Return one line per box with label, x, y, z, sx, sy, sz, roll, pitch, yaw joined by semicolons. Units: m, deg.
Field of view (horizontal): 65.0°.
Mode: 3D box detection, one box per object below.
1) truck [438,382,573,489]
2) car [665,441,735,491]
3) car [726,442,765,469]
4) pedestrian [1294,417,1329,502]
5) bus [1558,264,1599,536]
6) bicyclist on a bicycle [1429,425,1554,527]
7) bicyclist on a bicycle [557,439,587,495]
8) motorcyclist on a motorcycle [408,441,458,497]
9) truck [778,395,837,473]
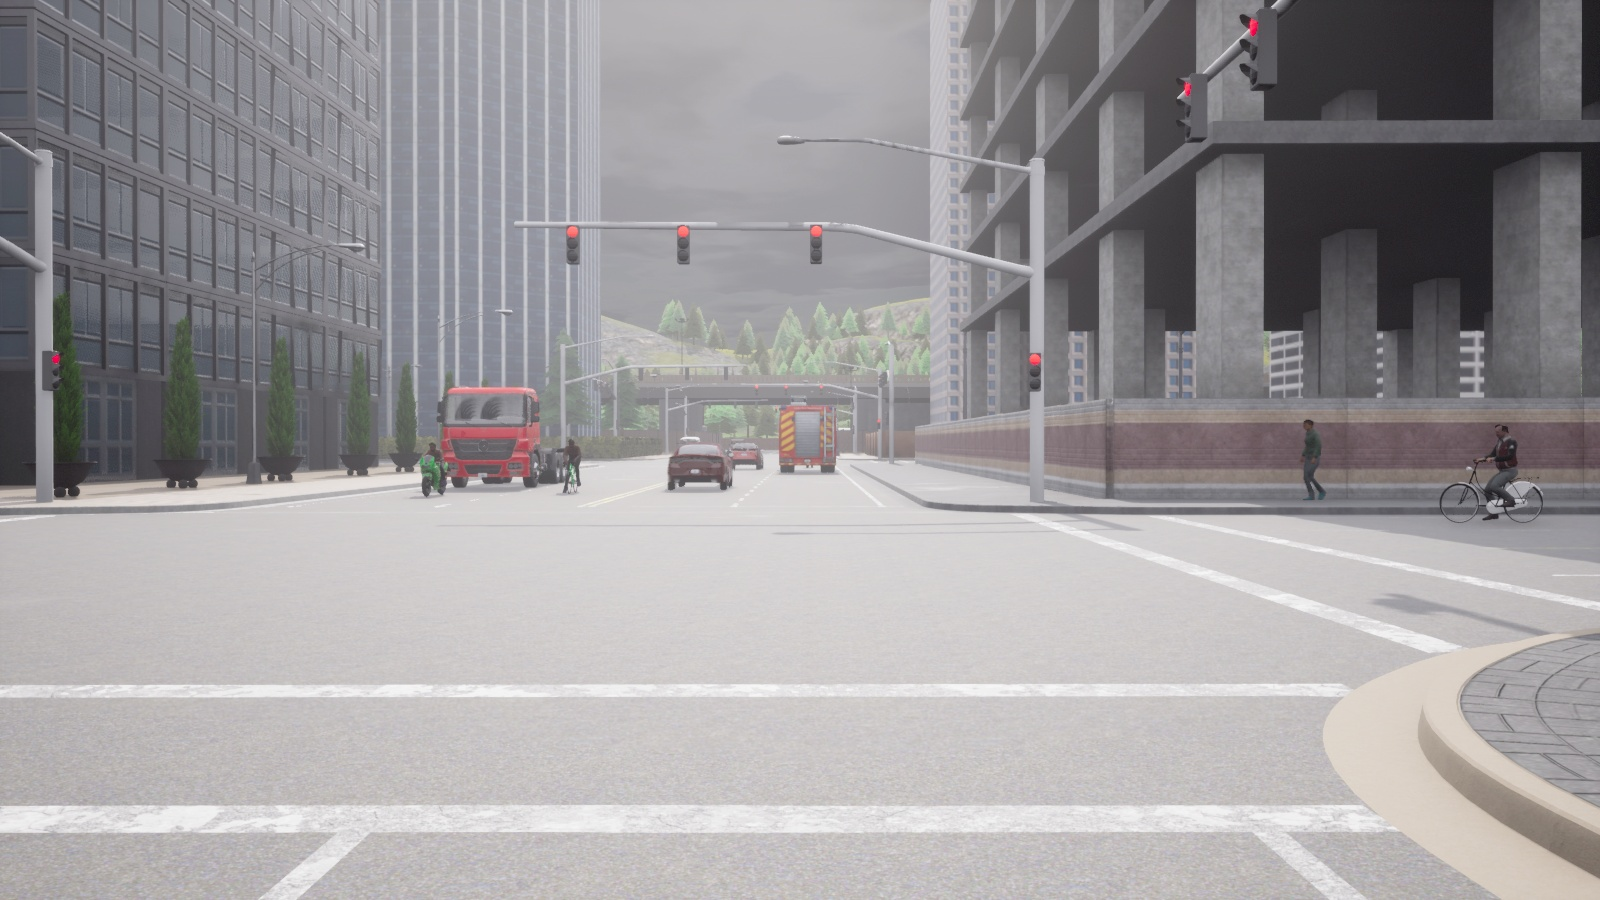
truck;-10.232;-0.495;44.546;2.891;3.462;7.936;0;0;0
car;-3.243;0.487;41.567;1.882;1.535;5.008;0;0;0
car;-3.074;0.288;71.449;2.007;1.525;4.514;0;0;0
pedestrian;11.160;0.203;27.386;0.614;1.847;0.353;0;0;-10
bus;17.662;-0.777;18.774;10.273;4.253;3.944;0;0;0
bicyclist on a bicycle;12.256;0.446;22.293;1.843;1.776;0.659;0;0;0
bicyclist on a bicycle;-6.770;0.483;37.359;0.582;1.620;1.656;0;1;0
motorcyclist on a motorcycle;-10.282;0.521;35.276;0.797;1.523;2.044;0;0;0
truck;0.394;-0.789;65.806;2.891;3.827;8.468;0;0;0
